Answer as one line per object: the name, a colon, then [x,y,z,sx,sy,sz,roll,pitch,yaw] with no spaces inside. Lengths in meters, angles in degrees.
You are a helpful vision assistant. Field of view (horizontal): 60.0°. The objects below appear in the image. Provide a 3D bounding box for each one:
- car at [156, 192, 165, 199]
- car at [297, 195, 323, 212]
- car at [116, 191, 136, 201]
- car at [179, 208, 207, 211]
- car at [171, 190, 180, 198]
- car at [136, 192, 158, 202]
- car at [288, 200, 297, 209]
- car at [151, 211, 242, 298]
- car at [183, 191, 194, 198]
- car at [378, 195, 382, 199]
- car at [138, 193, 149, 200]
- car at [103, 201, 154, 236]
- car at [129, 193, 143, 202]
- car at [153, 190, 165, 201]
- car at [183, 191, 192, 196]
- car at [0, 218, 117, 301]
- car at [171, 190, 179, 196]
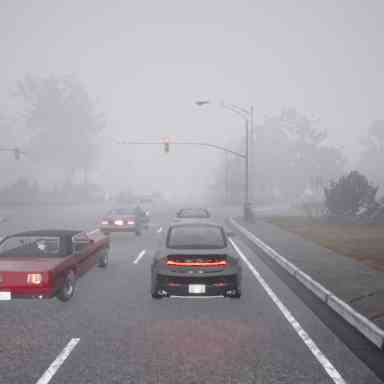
car: [-7.417,0.793,79.406,1.882,1.535,5.008,0,1,-2]
car: [13.836,1.105,34.756,4.553,1.767,2.097,0,0,-3]
car: [-10.701,0.816,53.868,2.150,2.045,5.566,0,0,0]
car: [0.076,1.495,17.703,1.895,1.301,4.718,0,0,0]
car: [-4.159,0.756,84.771,2.128,1.511,4.902,0,1,-4]
car: [-7.202,1.146,53.350,2.033,1.411,5.357,0,0,0]
car: [13.659,1.214,38.436,4.902,1.511,2.128,0,0,-3]
car: [0.086,1.472,8.390,1.837,1.490,4.892,0,0,0]
car: [-0.687,0.775,85.309,1.994,1.385,4.181,0,1,-4]
car: [23.743,0.939,39.026,5.566,2.045,2.150,0,0,-4]
car: [-10.755,0.984,73.841,1.895,1.301,4.718,0,1,-1]
car: [-3.449,1.441,17.798,2.033,1.411,5.357,0,0,-1]
car: [-10.687,0.981,63.798,1.882,1.535,5.008,0,1,0]
car: [-7.180,0.673,68.792,2.150,2.045,5.566,0,0,0]
car: [-1.441,0.456,95.186,2.033,1.411,5.357,0,1,-7]
car: [-3.415,1.570,8.209,1.895,1.301,4.718,0,0,0]
car: [-4.921,0.275,94.818,2.097,1.767,4.553,0,1,-7]
